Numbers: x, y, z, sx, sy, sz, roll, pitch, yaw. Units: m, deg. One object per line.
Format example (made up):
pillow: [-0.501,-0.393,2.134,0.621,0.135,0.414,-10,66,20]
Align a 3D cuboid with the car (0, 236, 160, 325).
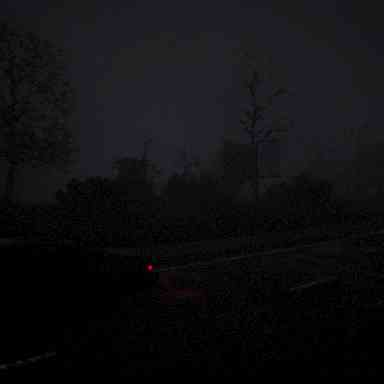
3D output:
car: [-3.243,1.561,6.028,5.357,1.411,2.033,0,0,-36]
